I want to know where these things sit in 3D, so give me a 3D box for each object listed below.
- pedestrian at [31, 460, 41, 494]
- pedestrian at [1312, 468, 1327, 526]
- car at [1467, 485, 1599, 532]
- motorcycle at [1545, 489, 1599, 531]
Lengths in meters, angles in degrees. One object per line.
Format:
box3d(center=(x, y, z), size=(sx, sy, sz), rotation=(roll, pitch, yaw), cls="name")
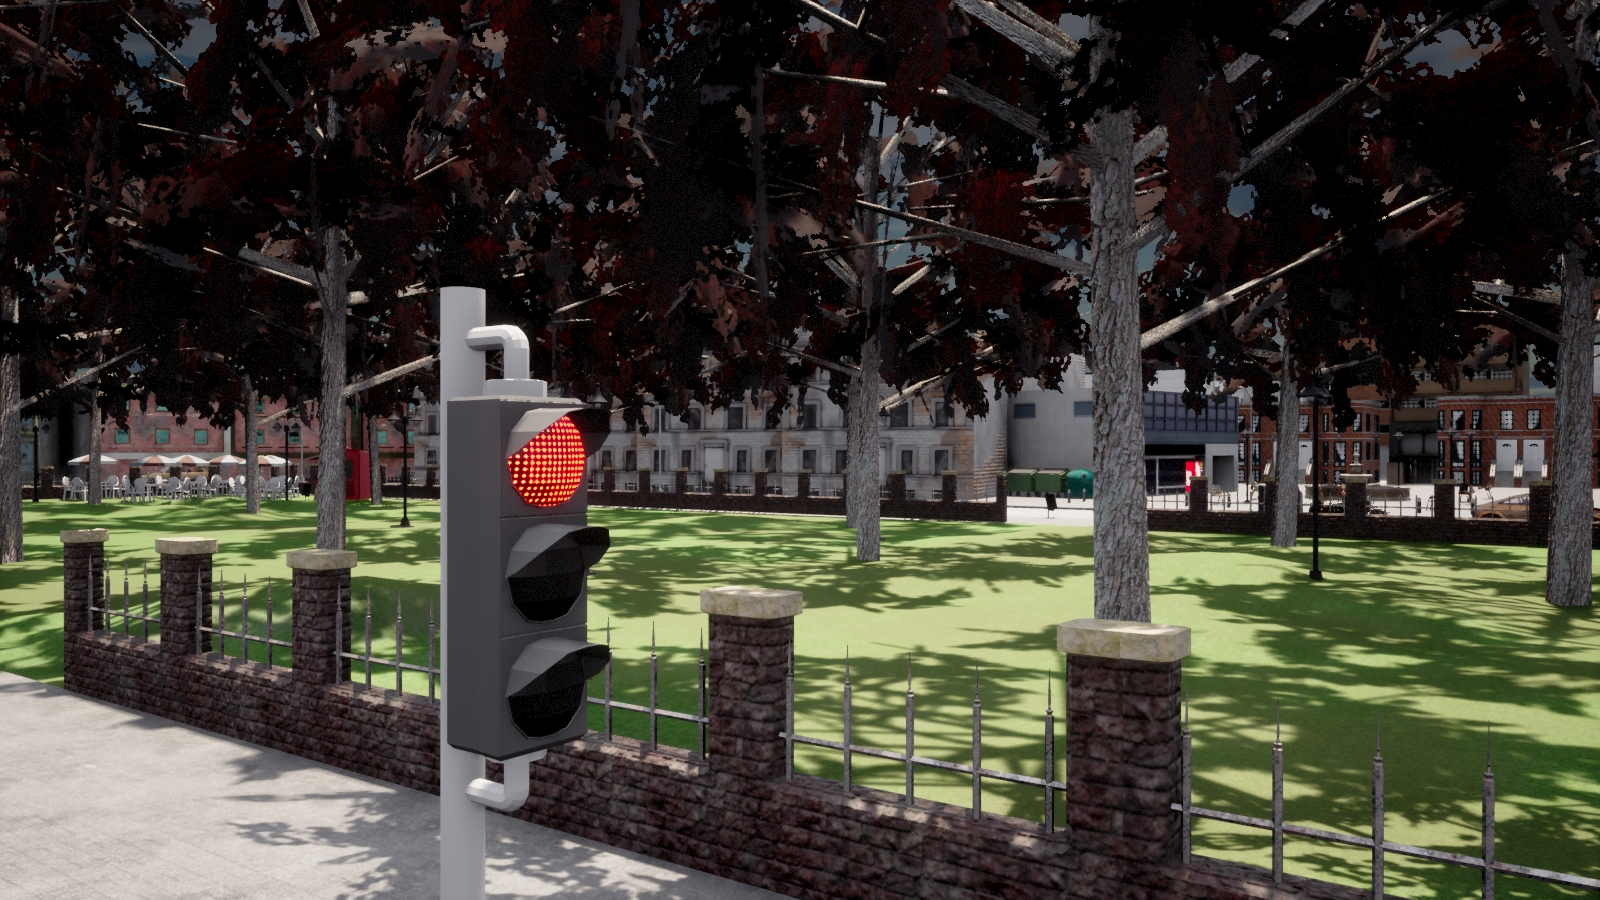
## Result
box3d(center=(-43.280, 1.525, 64.748), size=(0.375, 1.860, 0.375), rotation=(0, 0, 35), cls="pedestrian")
box3d(center=(16.911, 1.523, 37.175), size=(0.375, 1.860, 0.375), rotation=(0, 0, 36), cls="pedestrian")
box3d(center=(24.491, 1.899, 37.604), size=(4.181, 1.385, 1.994), rotation=(0, 0, 37), cls="car")
box3d(center=(25.489, 1.950, 36.881), size=(2.356, 1.277, 0.764), rotation=(0, 0, 36), cls="motorcycle")
